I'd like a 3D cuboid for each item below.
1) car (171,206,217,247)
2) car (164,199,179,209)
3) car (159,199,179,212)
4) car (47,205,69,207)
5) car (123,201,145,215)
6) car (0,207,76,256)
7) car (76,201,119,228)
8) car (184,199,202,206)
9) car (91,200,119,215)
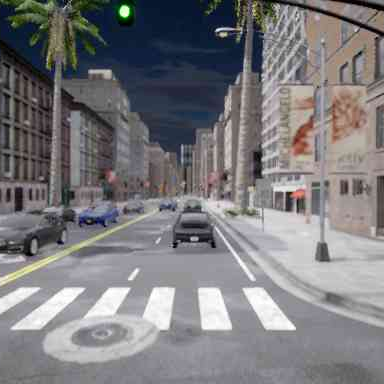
[{"bbox_3d":[0.094,1.620,15.570,1.837,1.490,4.892,0,0,0],"label":"car"},{"bbox_3d":[-3.277,1.889,54.760,2.128,1.511,4.902,0,0,0],"label":"car"},{"bbox_3d":[-3.271,1.673,44.725,2.097,1.767,4.553,0,0,0],"label":"car"},{"bbox_3d":[-9.854,1.672,24.227,1.812,1.442,4.674,0,-1,0],"label":"car"},{"bbox_3d":[-6.599,1.765,38.200,1.837,1.490,4.892,0,0,0],"label":"car"},{"bbox_3d":[-6.581,1.583,13.440,1.837,1.490,4.892,0,0,-1],"label":"car"},{"bbox_3d":[-6.605,1.633,23.868,1.882,1.535,5.008,0,0,0],"label":"car"},{"bbox_3d":[0.082,1.641,39.053,2.097,1.767,4.553,0,0,0],"label":"car"},{"bbox_3d":[-9.849,1.728,38.157,1.882,1.535,5.008,0,-1,0],"label":"car"}]
